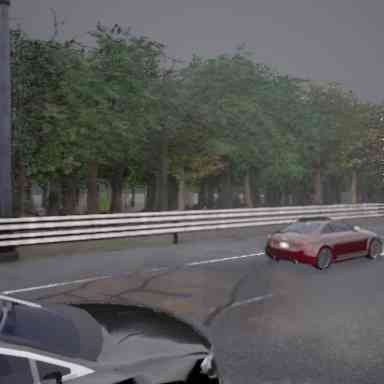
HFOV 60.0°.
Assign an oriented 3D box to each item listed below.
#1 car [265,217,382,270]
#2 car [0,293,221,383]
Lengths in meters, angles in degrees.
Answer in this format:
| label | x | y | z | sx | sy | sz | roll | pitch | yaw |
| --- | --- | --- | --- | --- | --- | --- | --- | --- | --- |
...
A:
| label | x | y | z | sx | sy | sz | roll | pitch | yaw |
| --- | --- | --- | --- | --- | --- | --- | --- | --- | --- |
| car | 4.390 | 1.537 | 10.964 | 4.181 | 1.385 | 1.994 | 0 | 0 | -34 |
| car | -1.970 | 1.489 | 2.301 | 4.902 | 1.511 | 2.128 | 0 | 0 | -35 |
